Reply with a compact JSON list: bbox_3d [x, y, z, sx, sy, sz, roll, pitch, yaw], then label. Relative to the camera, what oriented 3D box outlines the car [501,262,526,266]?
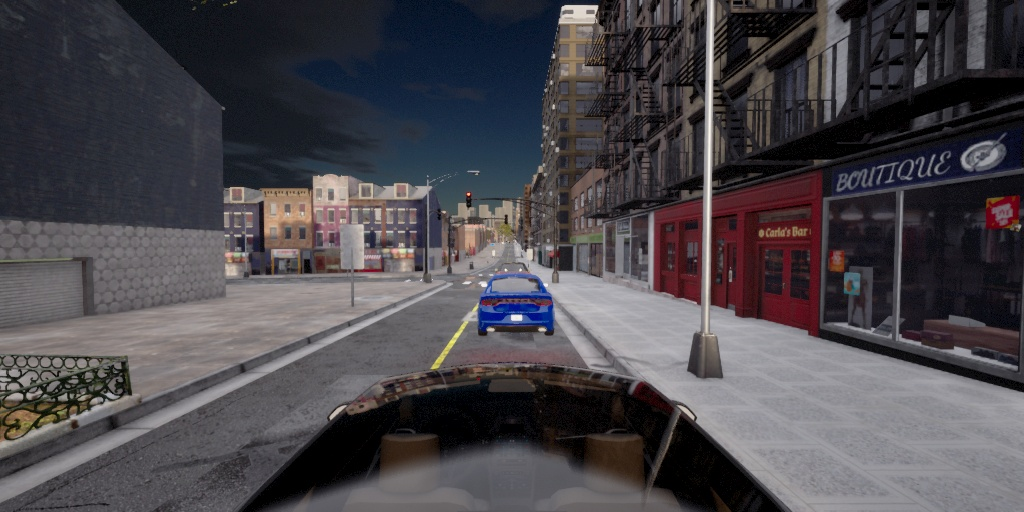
[{"bbox_3d":[0.056,1.109,20.465,2.097,1.767,4.553,0,0,0],"label":"car"}]

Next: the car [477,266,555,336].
[{"bbox_3d":[0.089,1.229,10.472,1.882,1.535,5.008,0,0,0],"label":"car"}]
